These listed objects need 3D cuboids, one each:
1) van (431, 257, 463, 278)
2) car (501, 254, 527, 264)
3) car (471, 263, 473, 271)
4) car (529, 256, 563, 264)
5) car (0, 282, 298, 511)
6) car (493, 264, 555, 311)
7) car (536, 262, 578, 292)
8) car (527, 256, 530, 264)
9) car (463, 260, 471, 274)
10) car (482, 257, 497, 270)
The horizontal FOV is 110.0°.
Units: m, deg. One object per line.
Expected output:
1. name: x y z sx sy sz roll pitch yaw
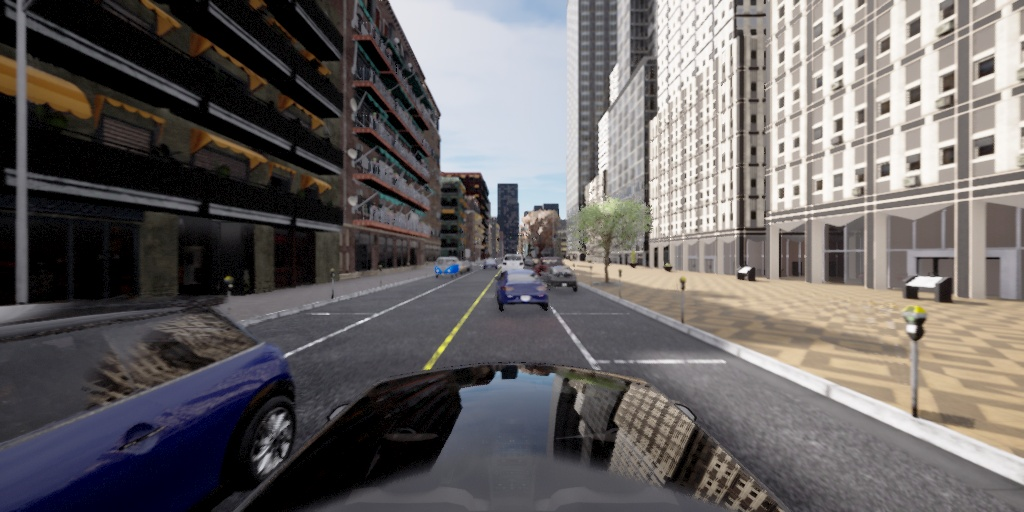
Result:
1. van: -5.691 0.996 31.685 1.690 1.789 3.998 0 0 0
2. car: 0.098 0.865 36.006 2.150 2.045 5.566 0 0 0
3. car: -5.691 1.191 42.730 1.948 1.339 4.313 0 0 0
4. car: 2.690 0.986 26.162 2.192 1.841 5.009 0 0 0
5. car: -3.102 1.103 1.511 2.097 1.767 4.553 0 0 0
6. car: 0.309 1.235 14.263 1.812 1.442 4.674 0 0 -4
7. car: 2.690 1.239 20.639 2.007 1.370 4.403 0 0 0
8. car: 2.690 1.153 59.298 1.948 1.339 4.313 0 0 0
9. car: -5.691 1.165 37.038 1.751 1.417 4.829 0 0 0
10. car: -3.010 1.133 50.295 1.812 1.442 4.674 0 0 0
